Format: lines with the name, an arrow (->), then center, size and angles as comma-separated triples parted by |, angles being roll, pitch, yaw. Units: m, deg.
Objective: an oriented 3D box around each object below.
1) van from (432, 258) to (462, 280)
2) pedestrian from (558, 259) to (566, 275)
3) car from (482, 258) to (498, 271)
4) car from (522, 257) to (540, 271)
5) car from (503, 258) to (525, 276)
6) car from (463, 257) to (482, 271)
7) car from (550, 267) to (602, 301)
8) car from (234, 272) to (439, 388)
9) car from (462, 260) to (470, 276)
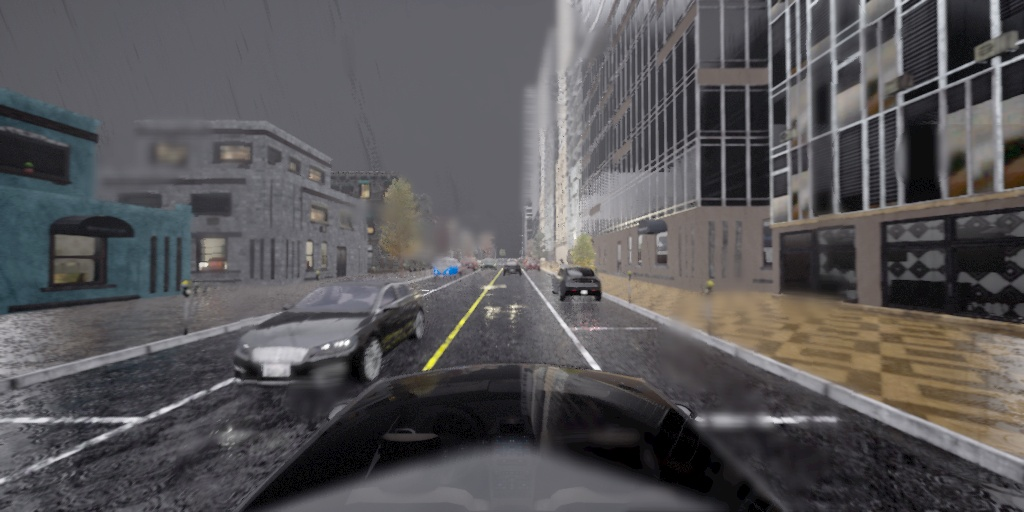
van -> -5.687, 1.093, 30.923 | 1.690, 1.789, 3.998 | 0, 0, 0
pedestrian -> 2.928, 1.045, 20.272 | 0.375, 1.860, 0.375 | 1, -1, 0
car -> -3.071, 1.107, 48.949 | 2.097, 1.767, 4.553 | 0, 0, 0
car -> 2.696, 1.194, 47.799 | 1.967, 1.591, 4.097 | 0, 0, 0
car -> 0.053, 1.230, 37.358 | 1.882, 1.535, 5.008 | 0, 0, 0
car -> -5.685, 1.069, 47.856 | 2.192, 1.841, 5.009 | 0, 0, 0
car -> 3.002, 1.256, 17.312 | 1.837, 1.490, 4.892 | 0, 0, 0
car -> -3.100, 1.241, 7.176 | 2.128, 1.511, 4.902 | 0, 0, 0
car -> -5.686, 1.335, 36.568 | 1.802, 1.307, 4.207 | 0, 0, 0
